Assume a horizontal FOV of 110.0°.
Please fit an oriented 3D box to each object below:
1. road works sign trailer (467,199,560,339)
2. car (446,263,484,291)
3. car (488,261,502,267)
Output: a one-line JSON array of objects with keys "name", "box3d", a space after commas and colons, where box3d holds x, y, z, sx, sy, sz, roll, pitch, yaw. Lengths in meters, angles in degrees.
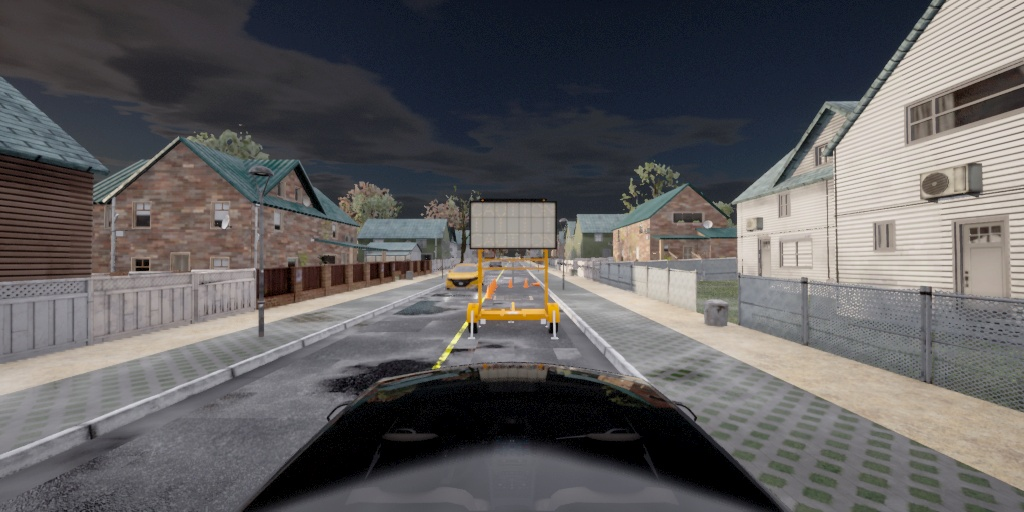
[{"name": "road works sign trailer", "box3d": [0.032, 0.217, 10.018, 2.380, 3.560, 2.880, 0, 0, 0]}, {"name": "car", "box3d": [-2.779, 1.233, 22.036, 1.882, 1.535, 5.008, 0, 0, 0]}, {"name": "car", "box3d": [-2.568, 1.276, 54.960, 1.812, 1.442, 4.674, 0, 0, 0]}]
